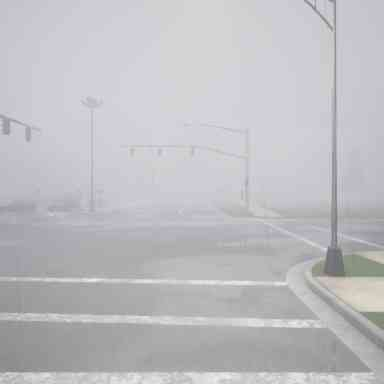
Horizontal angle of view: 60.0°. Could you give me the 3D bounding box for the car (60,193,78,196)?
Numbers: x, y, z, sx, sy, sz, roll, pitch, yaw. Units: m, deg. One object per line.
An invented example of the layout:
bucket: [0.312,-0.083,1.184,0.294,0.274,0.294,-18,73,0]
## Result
car: [-17.955,1.219,47.857,2.150,2.045,5.566,0,0,1]

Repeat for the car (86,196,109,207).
car: [-14.425,1.525,49.969,1.812,1.442,4.674,0,0,1]

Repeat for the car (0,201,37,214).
car: [-18.164,1.601,34.718,1.895,1.301,4.718,0,0,1]

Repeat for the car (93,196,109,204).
car: [-17.635,1.568,64.845,1.812,1.442,4.674,0,0,1]

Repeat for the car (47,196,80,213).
car: [-14.606,1.547,38.085,2.033,1.411,5.357,0,0,1]
